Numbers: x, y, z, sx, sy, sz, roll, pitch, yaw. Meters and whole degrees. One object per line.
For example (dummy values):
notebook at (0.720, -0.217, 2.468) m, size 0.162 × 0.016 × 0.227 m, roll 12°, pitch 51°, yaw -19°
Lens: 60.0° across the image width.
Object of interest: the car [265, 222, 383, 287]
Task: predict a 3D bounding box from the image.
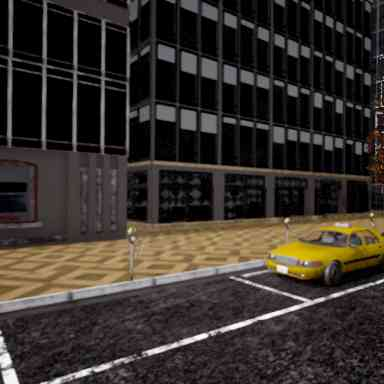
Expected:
car at (4.175, 1.584, 9.544) m, size 4.829 × 1.417 × 1.752 m, roll 0°, pitch 0°, yaw -36°
